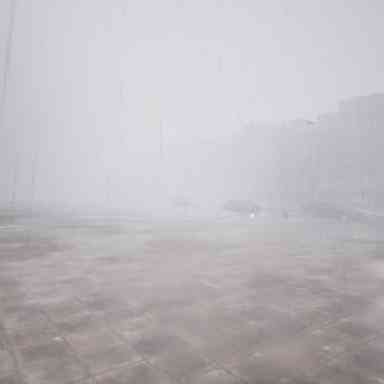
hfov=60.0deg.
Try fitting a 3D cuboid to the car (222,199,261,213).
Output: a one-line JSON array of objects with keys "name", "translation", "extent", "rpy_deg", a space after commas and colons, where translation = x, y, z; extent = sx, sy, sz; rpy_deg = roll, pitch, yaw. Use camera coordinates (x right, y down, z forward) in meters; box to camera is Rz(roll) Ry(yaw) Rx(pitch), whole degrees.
[{"name": "car", "translation": [4.906, 1.376, 33.372], "extent": [1.994, 1.385, 4.181], "rpy_deg": [-2, 2, -36]}]

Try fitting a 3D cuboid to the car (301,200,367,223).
[{"name": "car", "translation": [10.646, 1.426, 25.251], "extent": [1.837, 1.490, 4.892], "rpy_deg": [-2, 2, -35]}]

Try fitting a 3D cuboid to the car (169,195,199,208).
[{"name": "car", "translation": [-1.007, 1.189, 41.755], "extent": [2.128, 1.511, 4.902], "rpy_deg": [-2, 2, -35]}]
